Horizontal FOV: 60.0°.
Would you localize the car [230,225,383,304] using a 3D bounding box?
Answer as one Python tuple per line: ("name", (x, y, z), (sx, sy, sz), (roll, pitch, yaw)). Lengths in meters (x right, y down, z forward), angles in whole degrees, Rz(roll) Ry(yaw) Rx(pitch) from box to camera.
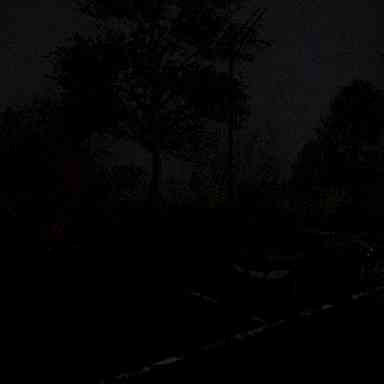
("car", (2.828, 1.582, 8.105), (4.206, 1.307, 1.802), (0, 1, -35))
